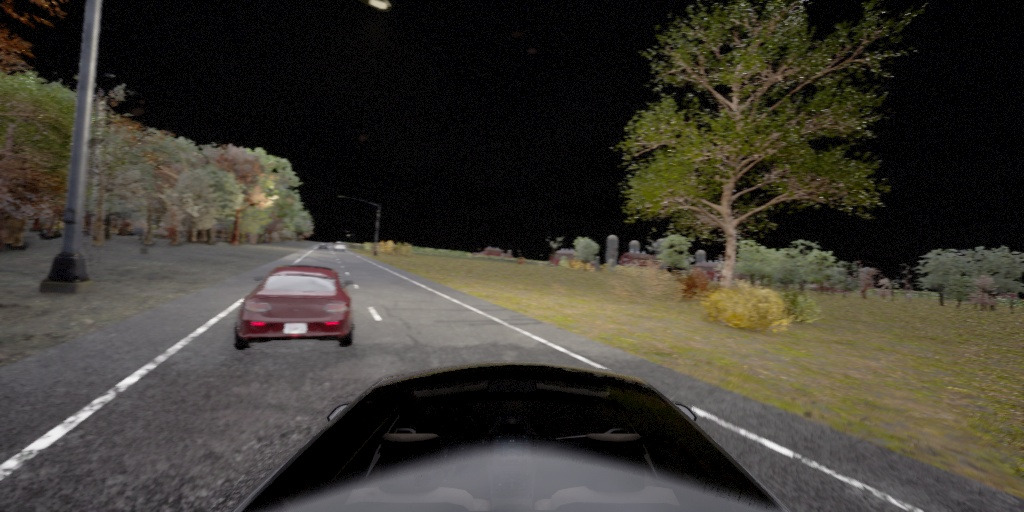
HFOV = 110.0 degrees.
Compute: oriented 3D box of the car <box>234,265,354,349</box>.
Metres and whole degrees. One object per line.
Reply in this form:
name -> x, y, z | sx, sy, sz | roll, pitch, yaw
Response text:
car -> -4.502, 0.912, 7.773 | 1.812, 1.442, 4.674 | 5, 0, -28
